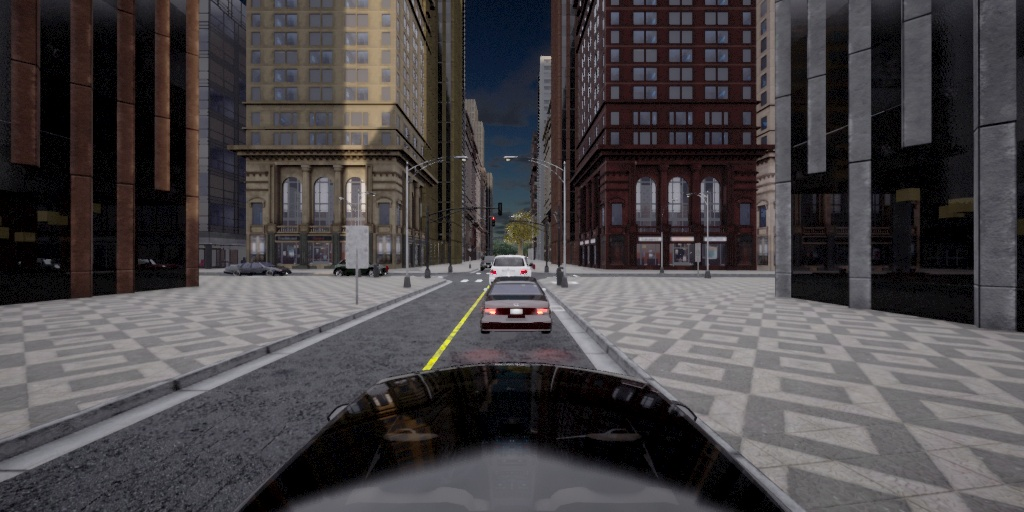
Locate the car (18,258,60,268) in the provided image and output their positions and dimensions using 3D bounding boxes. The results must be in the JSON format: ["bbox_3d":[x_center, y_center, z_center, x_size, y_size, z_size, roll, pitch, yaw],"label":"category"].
[{"bbox_3d":[-43.166,0.979,33.351,4.553,1.767,2.097,0,0,0],"label":"car"}]

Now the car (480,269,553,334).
[{"bbox_3d":[0.089,1.297,10.594,2.033,1.411,5.357,0,0,0],"label":"car"}]

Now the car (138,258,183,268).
[{"bbox_3d":[-33.364,1.000,33.322,4.553,1.767,2.097,0,0,0],"label":"car"}]

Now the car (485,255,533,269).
[{"bbox_3d":[0.013,0.971,20.839,2.150,2.045,5.566,0,0,4],"label":"car"}]

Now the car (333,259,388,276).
[{"bbox_3d":[-13.996,1.052,33.323,4.553,1.767,2.097,0,0,0],"label":"car"}]

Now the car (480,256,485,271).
[{"bbox_3d":[-3.139,0.969,49.469,2.150,2.045,5.566,0,0,-1],"label":"car"}]

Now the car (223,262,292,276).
[{"bbox_3d":[-23.577,1.220,33.315,5.357,1.411,2.033,0,0,0],"label":"car"}]
